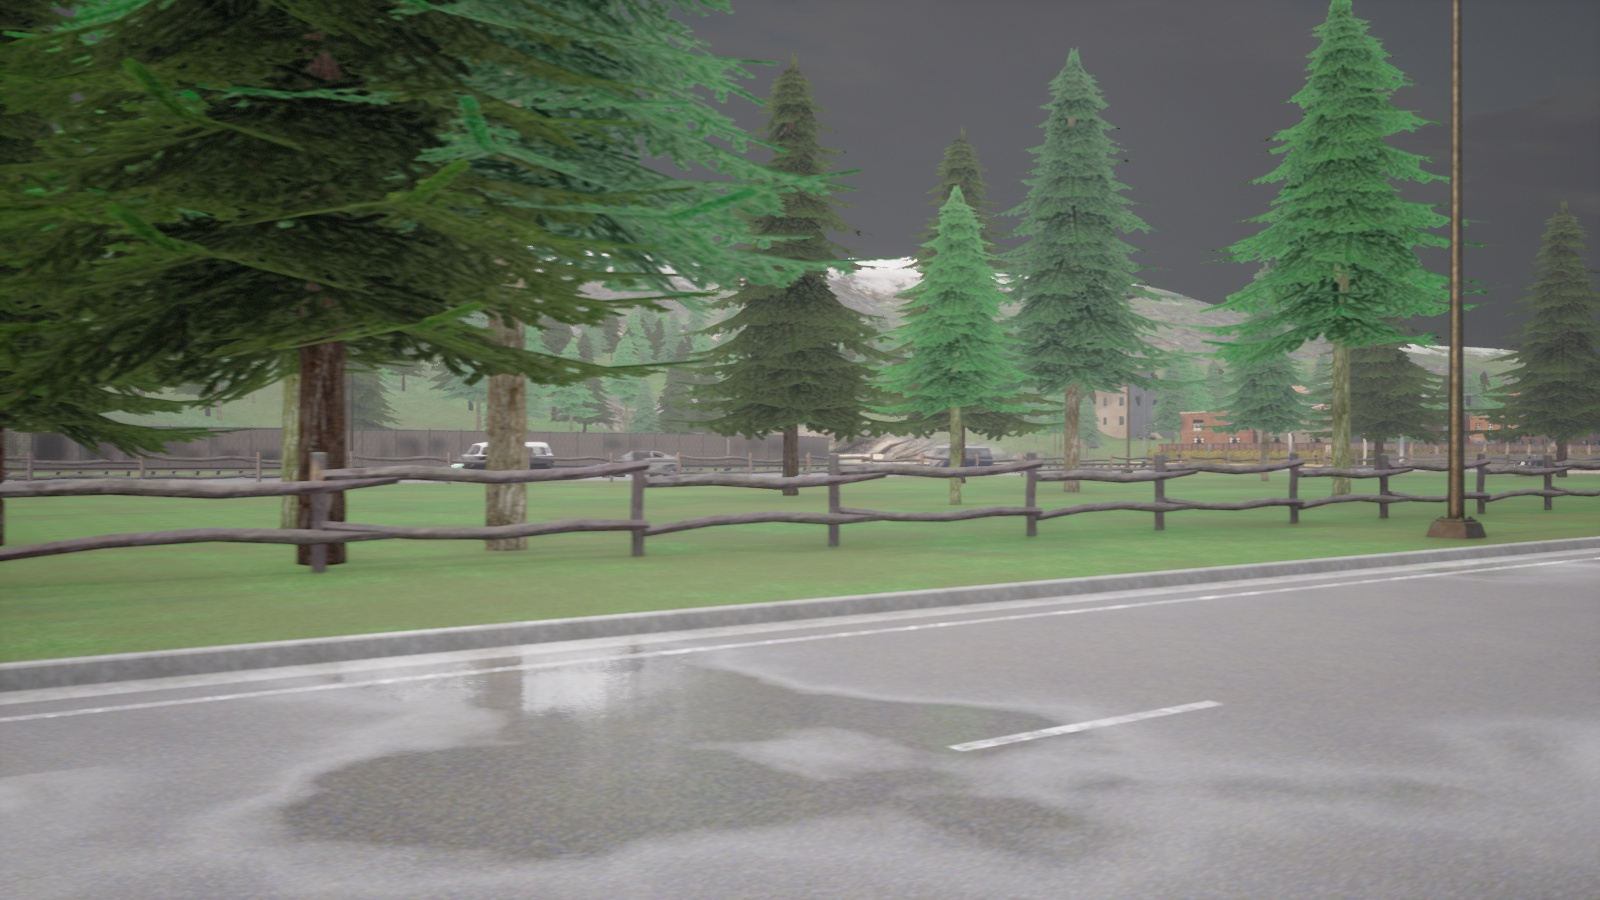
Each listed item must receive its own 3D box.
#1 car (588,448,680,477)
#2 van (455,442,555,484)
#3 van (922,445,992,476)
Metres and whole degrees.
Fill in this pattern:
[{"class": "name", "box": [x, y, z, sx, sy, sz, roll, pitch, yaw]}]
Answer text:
[{"class": "car", "box": [-9.945, 0.729, 75.422, 5.027, 1.651, 2.152, 0, 0, -35]}, {"class": "van", "box": [-14.889, 0.656, 63.409, 4.480, 2.038, 2.069, 0, 0, -35]}, {"class": "van", "box": [10.134, 0.675, 80.944, 4.442, 1.987, 1.775, 0, 0, -35]}]
